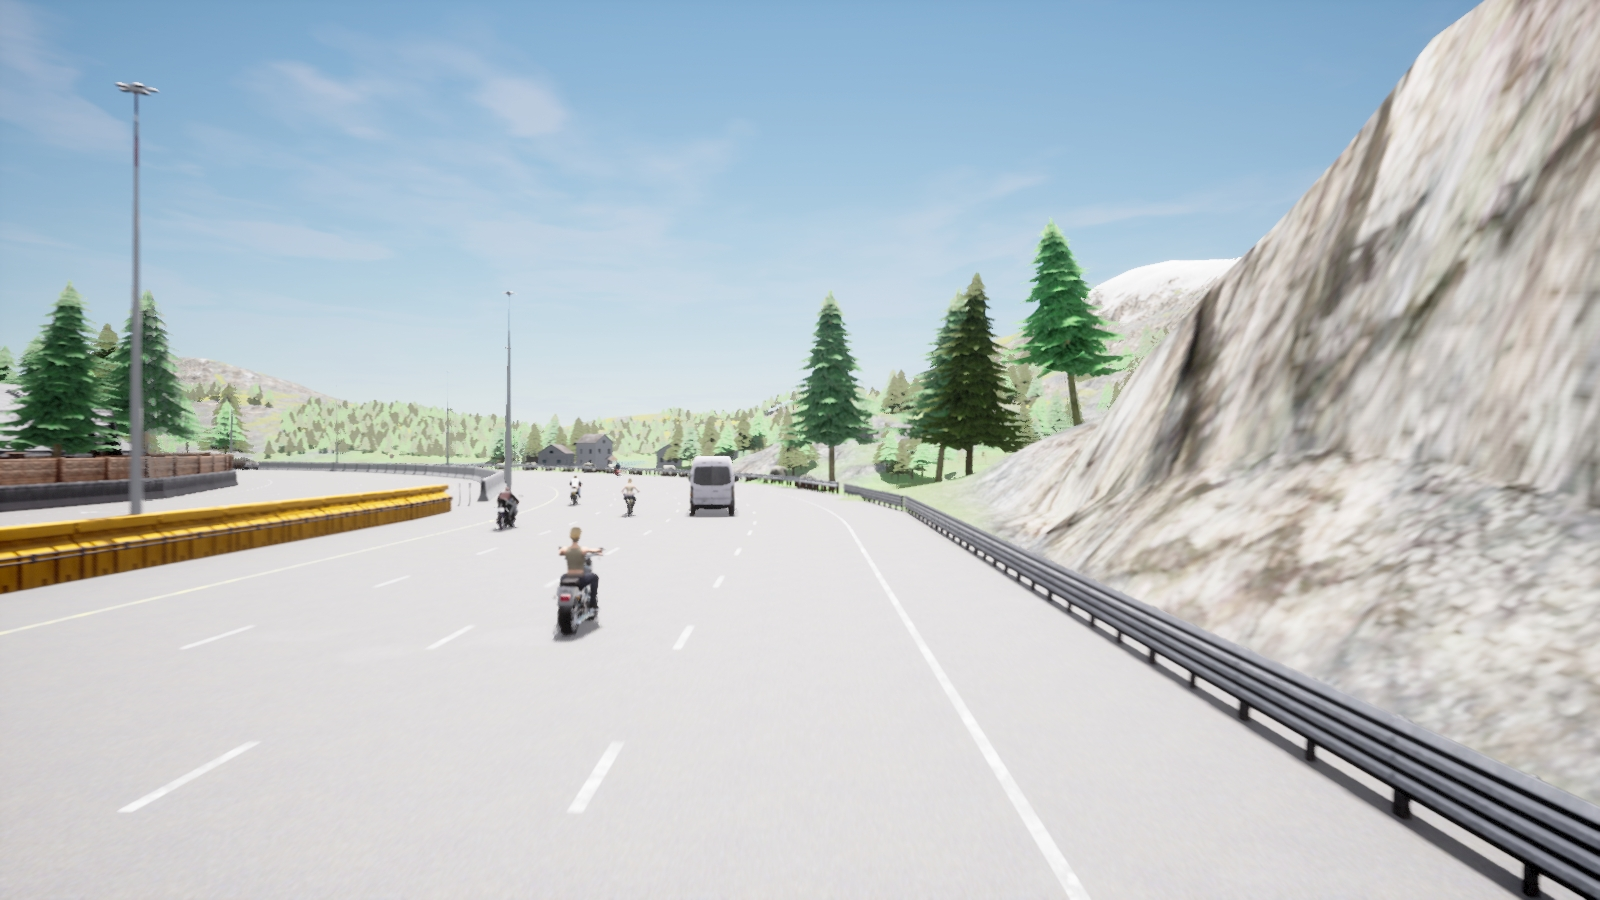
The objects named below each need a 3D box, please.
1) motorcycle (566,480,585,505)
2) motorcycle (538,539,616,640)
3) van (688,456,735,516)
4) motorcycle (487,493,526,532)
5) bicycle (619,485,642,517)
[{"bbox_3d":[-11.627,2.203,59.223,0.803,1.217,2.033,0,0,-6],"label":"motorcycle"},{"bbox_3d":[-3.491,2.154,18.098,0.764,1.325,2.356,0,0,0],"label":"motorcycle"},{"bbox_3d":[-3.953,1.557,51.836,1.988,2.561,5.915,0,0,-4],"label":"van"},{"bbox_3d":[-10.522,2.223,41.014,0.867,1.251,2.209,0,0,-1],"label":"motorcycle"},{"bbox_3d":[-7.282,2.171,49.048,0.859,1.295,1.487,0,0,-4],"label":"bicycle"}]
